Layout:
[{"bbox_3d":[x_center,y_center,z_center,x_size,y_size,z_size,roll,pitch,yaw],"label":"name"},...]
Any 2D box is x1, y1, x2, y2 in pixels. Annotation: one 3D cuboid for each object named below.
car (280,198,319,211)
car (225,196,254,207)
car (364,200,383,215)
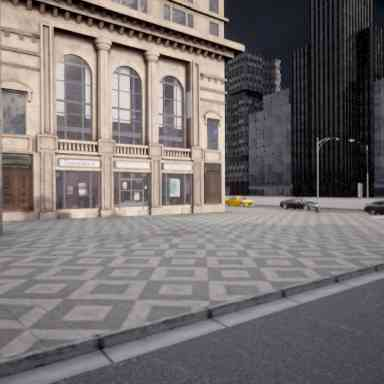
[{"bbox_3d":[12.414,1.413,38.500,2.128,1.511,4.902,-1,1,-34],"label":"car"},{"bbox_3d":[6.629,1.370,47.046,1.882,1.535,5.008,-1,1,-34],"label":"car"},{"bbox_3d":[18.091,1.476,30.158,1.812,1.442,4.674,-1,0,-34],"label":"car"}]
